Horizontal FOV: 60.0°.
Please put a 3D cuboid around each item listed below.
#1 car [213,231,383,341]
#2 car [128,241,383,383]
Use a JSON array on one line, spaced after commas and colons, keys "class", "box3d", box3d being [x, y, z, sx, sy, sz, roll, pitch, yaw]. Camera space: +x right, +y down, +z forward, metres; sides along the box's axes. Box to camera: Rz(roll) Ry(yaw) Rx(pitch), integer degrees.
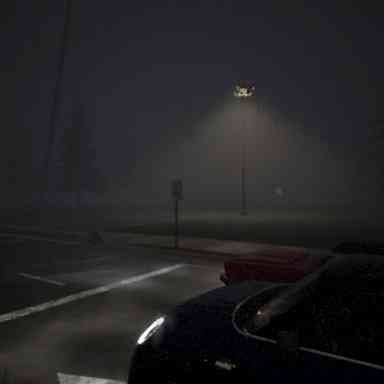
[{"class": "car", "box3d": [2.908, 1.604, 6.181, 4.718, 1.301, 1.895, 0, 0, 35]}, {"class": "car", "box3d": [1.583, 1.352, 2.825, 4.553, 1.767, 2.097, 0, 0, 35]}]
